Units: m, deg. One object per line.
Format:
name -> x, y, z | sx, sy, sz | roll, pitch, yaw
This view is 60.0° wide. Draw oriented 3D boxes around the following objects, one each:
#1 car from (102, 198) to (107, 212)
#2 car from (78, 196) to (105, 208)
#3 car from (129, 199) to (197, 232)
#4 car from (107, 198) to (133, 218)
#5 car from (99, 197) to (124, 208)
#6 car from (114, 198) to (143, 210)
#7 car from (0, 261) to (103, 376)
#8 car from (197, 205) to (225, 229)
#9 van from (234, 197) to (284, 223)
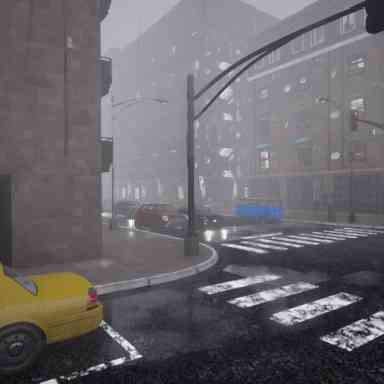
car -> -11.566, 1.453, 37.860 | 2.128, 1.511, 4.902 | -1, 0, -36
car -> -14.294, 1.429, 46.982 | 2.128, 1.511, 4.902 | -1, 0, -36
car -> -1.855, 1.441, 20.008 | 1.967, 1.590, 4.097 | 0, 0, -36
car -> -5.626, 1.494, 29.636 | 1.812, 1.442, 4.674 | -1, 0, -36
car -> -11.650, 1.463, 47.838 | 1.887, 1.381, 4.507 | -1, 0, -36
car -> -8.331, 1.463, 43.251 | 1.887, 1.381, 4.507 | -1, 0, -36
car -> -3.585, 1.525, 4.011 | 4.829, 1.417, 1.752 | 0, 0, -35
car -> 0.210, 1.545, 21.571 | 1.994, 1.385, 4.181 | -1, 0, -36
van -> 4.945, 1.280, 24.905 | 1.690, 1.788, 3.998 | 0, 0, -36
